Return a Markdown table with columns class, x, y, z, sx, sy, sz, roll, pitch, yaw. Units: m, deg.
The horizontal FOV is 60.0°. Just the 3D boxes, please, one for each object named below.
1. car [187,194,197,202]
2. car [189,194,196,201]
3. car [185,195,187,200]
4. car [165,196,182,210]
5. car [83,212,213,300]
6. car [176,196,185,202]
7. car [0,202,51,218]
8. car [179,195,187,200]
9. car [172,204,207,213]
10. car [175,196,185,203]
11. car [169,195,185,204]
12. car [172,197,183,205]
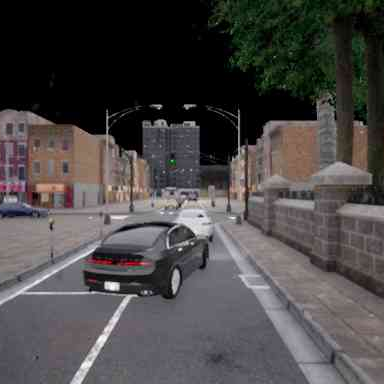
| class | x | y | z | sx | sy | sz | roll | pitch | yaw |
| --- | --- | --- | --- | --- | --- | --- | --- | --- | --- |
| car | 0.099 | 1.379 | 74.041 | 2.097 | 1.767 | 4.553 | 0 | 0 | 0 |
| car | 0.112 | 1.365 | 84.076 | 1.882 | 1.535 | 5.008 | 0 | 0 | 0 |
| car | -2.553 | 1.590 | 64.913 | 1.947 | 1.339 | 4.313 | 0 | 0 | 0 |
| car | -2.582 | 1.537 | 42.936 | 1.752 | 1.417 | 4.829 | 0 | 0 | 0 |
| car | -0.849 | 1.506 | 8.539 | 1.837 | 1.490 | 4.892 | 0 | 0 | 15 |
| car | -2.538 | 1.582 | 75.818 | 2.008 | 1.369 | 4.403 | 0 | 0 | 0 |
| car | -14.564 | 1.550 | 28.427 | 4.674 | 1.442 | 1.812 | 0 | 0 | 0 |
| car | -2.516 | 1.594 | 92.174 | 2.008 | 1.369 | 4.403 | 0 | 0 | 0 |
| car | 0.060 | 1.528 | 16.610 | 1.812 | 1.442 | 4.674 | 0 | 0 | 1 |
| car | -2.545 | 1.594 | 70.366 | 1.947 | 1.339 | 4.313 | 0 | 0 | 0 |
| car | -2.575 | 1.329 | 48.557 | 2.192 | 1.841 | 5.009 | 0 | 0 | 0 |
| car | -2.560 | 1.546 | 59.292 | 1.752 | 1.417 | 4.829 | 0 | 0 | 0 |
